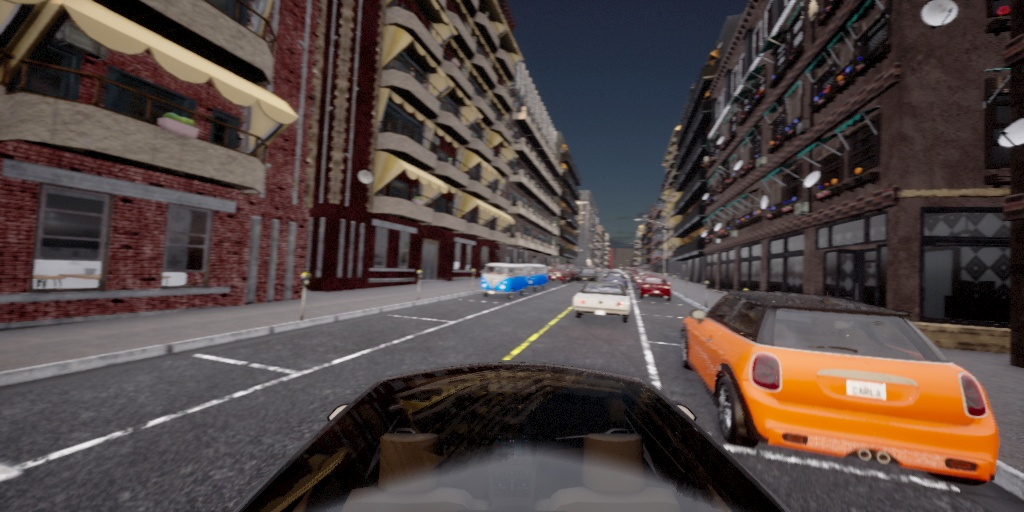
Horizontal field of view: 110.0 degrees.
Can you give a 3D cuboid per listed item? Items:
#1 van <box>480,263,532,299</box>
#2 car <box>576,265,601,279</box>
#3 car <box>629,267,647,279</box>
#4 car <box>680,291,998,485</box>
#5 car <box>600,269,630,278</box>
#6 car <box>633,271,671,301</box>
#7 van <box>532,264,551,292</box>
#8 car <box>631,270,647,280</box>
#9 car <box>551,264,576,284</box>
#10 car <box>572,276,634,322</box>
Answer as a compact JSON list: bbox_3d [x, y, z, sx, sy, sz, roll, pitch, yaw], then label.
[{"bbox_3d":[-0.399,1.290,19.415,1.690,1.789,3.998,0,0,17],"label":"van"},{"bbox_3d":[7.910,2.029,37.473,1.882,1.535,5.008,2,-1,18],"label":"car"},{"bbox_3d":[12.061,2.109,32.823,1.967,1.591,4.097,0,0,17],"label":"car"},{"bbox_3d":[3.929,1.315,5.367,2.097,1.767,4.553,2,-1,17],"label":"car"},{"bbox_3d":[8.659,2.048,30.152,1.994,1.385,4.181,2,-1,17],"label":"car"},{"bbox_3d":[8.750,1.929,22.272,1.888,1.381,4.507,0,0,17],"label":"car"},{"bbox_3d":[1.253,1.431,24.692,1.690,1.789,3.998,0,0,17],"label":"van"},{"bbox_3d":[10.402,2.071,27.548,1.888,1.381,4.507,0,0,17],"label":"car"},{"bbox_3d":[4.558,1.690,35.244,2.192,1.841,5.009,0,0,17],"label":"car"},{"bbox_3d":[3.635,1.658,14.114,1.895,1.301,4.718,2,-1,17],"label":"car"}]
